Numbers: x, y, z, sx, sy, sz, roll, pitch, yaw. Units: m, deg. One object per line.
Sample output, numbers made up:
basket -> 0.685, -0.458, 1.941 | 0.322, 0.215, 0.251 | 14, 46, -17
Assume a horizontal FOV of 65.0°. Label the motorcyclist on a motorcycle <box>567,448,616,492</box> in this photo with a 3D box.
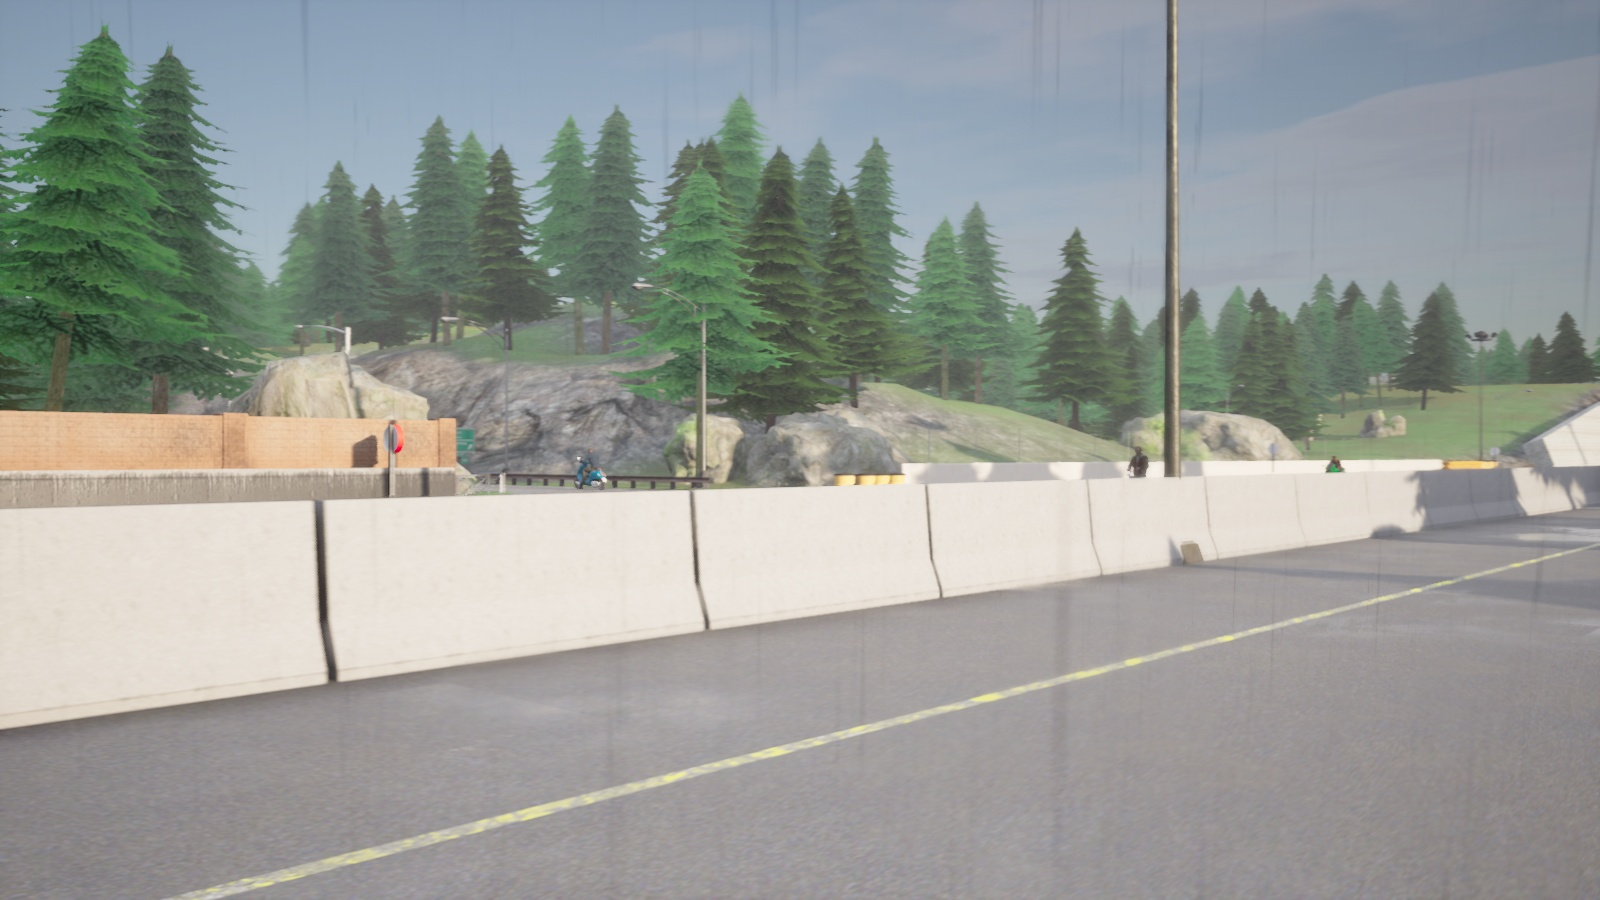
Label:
motorcyclist on a motorcycle -> -7.760, 0.735, 46.663 | 1.817, 1.590, 0.866 | 0, 0, 43
